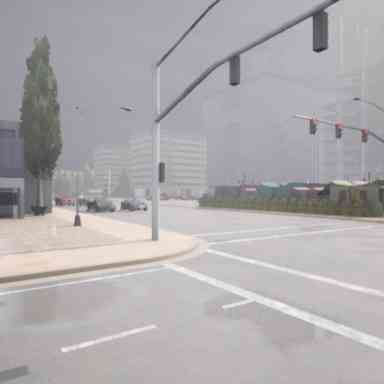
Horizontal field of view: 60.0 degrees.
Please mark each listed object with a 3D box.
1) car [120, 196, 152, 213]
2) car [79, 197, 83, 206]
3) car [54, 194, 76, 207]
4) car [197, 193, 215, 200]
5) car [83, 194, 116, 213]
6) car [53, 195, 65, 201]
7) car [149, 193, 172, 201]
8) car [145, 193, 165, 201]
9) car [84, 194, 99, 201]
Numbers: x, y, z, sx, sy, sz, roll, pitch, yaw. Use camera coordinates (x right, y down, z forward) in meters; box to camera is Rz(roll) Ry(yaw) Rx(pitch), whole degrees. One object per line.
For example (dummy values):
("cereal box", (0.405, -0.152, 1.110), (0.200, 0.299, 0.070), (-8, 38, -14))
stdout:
("car", (-6.633, 1.492, 37.686), (2.128, 1.511, 4.902), (0, 0, -32))
("car", (-16.969, 1.499, 54.099), (1.882, 1.535, 5.008), (0, 0, -32))
("car", (-19.905, 1.318, 52.194), (2.150, 2.045, 5.566), (0, 0, -32))
("car", (3.555, 1.158, 62.507), (3.866, 1.878, 1.905), (0, 0, -34))
("car", (-9.964, 1.353, 36.404), (2.097, 1.767, 4.553), (0, 0, -32))
("car", (-35.158, 1.479, 88.065), (1.882, 1.535, 5.008), (0, 0, -35))
("car", (-7.435, 1.158, 78.764), (3.866, 1.878, 1.905), (0, 0, -34))
("car", (-9.007, 1.156, 81.196), (4.605, 1.855, 1.932), (0, 0, -34))
("car", (-23.287, 1.341, 76.872), (1.837, 1.490, 4.892), (0, 0, -34))
